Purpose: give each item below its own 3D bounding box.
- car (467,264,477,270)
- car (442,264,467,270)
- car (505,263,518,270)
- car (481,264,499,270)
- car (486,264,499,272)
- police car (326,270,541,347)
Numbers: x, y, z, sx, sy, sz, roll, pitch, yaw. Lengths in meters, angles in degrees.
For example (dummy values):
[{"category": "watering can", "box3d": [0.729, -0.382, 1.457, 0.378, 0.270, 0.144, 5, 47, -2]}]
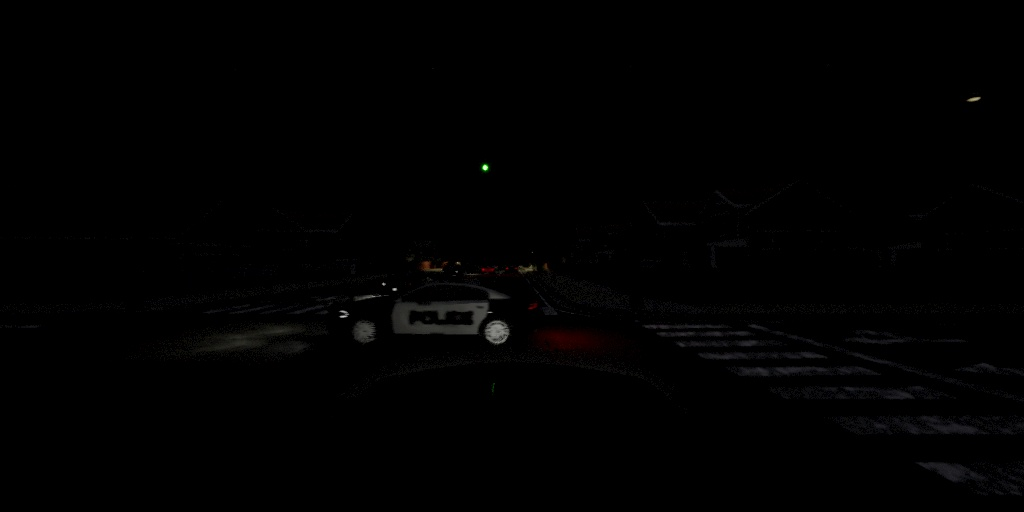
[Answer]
[{"category": "car", "box3d": [-6.593, 1.946, 56.512, 2.033, 1.411, 5.357, 0, -1, 0]}, {"category": "car", "box3d": [-6.648, 1.662, 40.376, 1.882, 1.535, 5.008, 0, -1, 0]}, {"category": "car", "box3d": [-0.081, 1.895, 51.488, 1.812, 1.442, 4.674, 0, -1, 0]}, {"category": "car", "box3d": [-3.332, 1.949, 51.511, 1.895, 1.301, 4.718, 0, -1, 0]}, {"category": "car", "box3d": [-3.353, 2.049, 61.519, 1.994, 1.385, 4.181, 0, -1, 0]}, {"category": "police car", "box3d": [-1.893, 1.280, 9.157, 5.238, 1.638, 1.930, 0, -1, 0]}]
